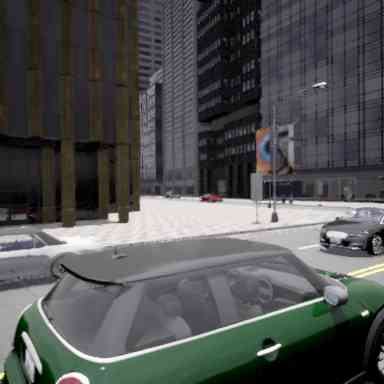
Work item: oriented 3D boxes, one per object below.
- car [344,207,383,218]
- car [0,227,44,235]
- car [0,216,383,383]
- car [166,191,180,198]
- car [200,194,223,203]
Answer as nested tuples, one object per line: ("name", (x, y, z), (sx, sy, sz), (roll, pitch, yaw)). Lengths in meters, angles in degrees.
("car", (6.772, 1.327, 12.478), (4.902, 1.511, 2.128), (-1, 0, -35))
("car", (-4.790, 1.592, 8.251), (4.718, 1.301, 1.895), (-1, 1, -35))
("car", (0.486, 1.320, 3.786), (4.553, 1.767, 2.097), (-1, 1, -36))
("car", (-4.046, 0.562, 68.098), (2.097, 1.767, 4.553), (-1, 1, -26))
("car", (3.090, 1.014, 53.249), (1.882, 1.535, 5.008), (-1, 0, -26))
